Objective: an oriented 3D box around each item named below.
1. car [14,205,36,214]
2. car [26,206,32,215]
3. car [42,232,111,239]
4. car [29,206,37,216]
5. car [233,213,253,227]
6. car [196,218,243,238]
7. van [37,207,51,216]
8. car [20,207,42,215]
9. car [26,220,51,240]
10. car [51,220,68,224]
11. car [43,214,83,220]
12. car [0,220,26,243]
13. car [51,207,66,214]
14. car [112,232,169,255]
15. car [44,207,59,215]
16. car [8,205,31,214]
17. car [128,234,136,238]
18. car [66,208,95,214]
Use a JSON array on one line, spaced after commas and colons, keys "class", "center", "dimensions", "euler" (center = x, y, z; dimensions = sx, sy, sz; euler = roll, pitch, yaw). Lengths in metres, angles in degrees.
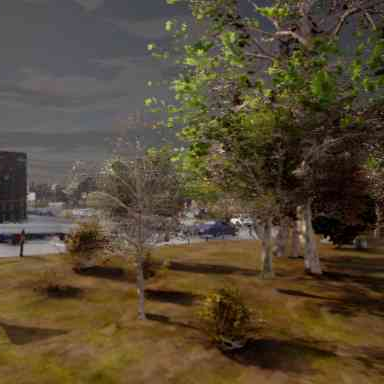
[{"class": "car", "center": [-39.535, 4.205, 78.951], "dimensions": [2.185, 1.767, 4.553], "euler": [0, 1, 19]}, {"class": "car", "center": [-34.890, 4.248, 75.126], "dimensions": [2.185, 1.767, 4.553], "euler": [0, 1, 19]}, {"class": "car", "center": [-8.479, 4.505, 26.208], "dimensions": [5.566, 2.045, 2.435], "euler": [1, 1, 17]}, {"class": "car", "center": [-32.525, 4.394, 73.277], "dimensions": [2.097, 1.535, 5.008], "euler": [0, 1, 19]}, {"class": "car", "center": [7.111, 4.277, 50.547], "dimensions": [2.150, 2.045, 5.566], "euler": [0, -2, -21]}, {"class": "car", "center": [2.167, 3.116, 28.473], "dimensions": [1.812, 1.442, 4.674], "euler": [1, -4, 37]}, {"class": "van", "center": [-30.224, 4.193, 71.276], "dimensions": [1.878, 1.987, 4.442], "euler": [0, 1, 19]}, {"class": "car", "center": [-37.214, 4.392, 77.039], "dimensions": [2.002, 1.452, 4.674], "euler": [0, 1, 19]}, {"class": "car", "center": [-19.974, 4.376, 39.020], "dimensions": [5.566, 2.045, 2.435], "euler": [0, 0, 17]}, {"class": "car", "center": [-18.182, 4.656, 41.384], "dimensions": [4.792, 1.488, 2.163], "euler": [0, 0, 17]}, {"class": "car", "center": [-16.446, 4.374, 43.729], "dimensions": [5.566, 2.045, 2.435], "euler": [0, 0, 17]}, {"class": "car", "center": [-21.768, 4.377, 36.666], "dimensions": [5.566, 2.045, 2.435], "euler": [0, 0, 17]}, {"class": "car", "center": [-25.443, 4.454, 67.811], "dimensions": [1.946, 1.575, 5.366], "euler": [0, 1, 19]}, {"class": "car", "center": [-4.767, 4.785, 31.029], "dimensions": [4.792, 1.488, 2.163], "euler": [1, 1, 17]}, {"class": "car", "center": [-27.852, 4.478, 69.510], "dimensions": [2.002, 1.452, 4.674], "euler": [0, 1, 19]}, {"class": "car", "center": [-41.872, 4.184, 80.835], "dimensions": [2.185, 1.767, 4.553], "euler": [0, 1, 19]}, {"class": "car", "center": [-6.592, 4.505, 28.618], "dimensions": [5.566, 2.045, 2.435], "euler": [1, 1, 17]}, {"class": "car", "center": [-20.807, 4.253, 63.850], "dimensions": [2.435, 2.045, 5.566], "euler": [0, 1, 19]}]
